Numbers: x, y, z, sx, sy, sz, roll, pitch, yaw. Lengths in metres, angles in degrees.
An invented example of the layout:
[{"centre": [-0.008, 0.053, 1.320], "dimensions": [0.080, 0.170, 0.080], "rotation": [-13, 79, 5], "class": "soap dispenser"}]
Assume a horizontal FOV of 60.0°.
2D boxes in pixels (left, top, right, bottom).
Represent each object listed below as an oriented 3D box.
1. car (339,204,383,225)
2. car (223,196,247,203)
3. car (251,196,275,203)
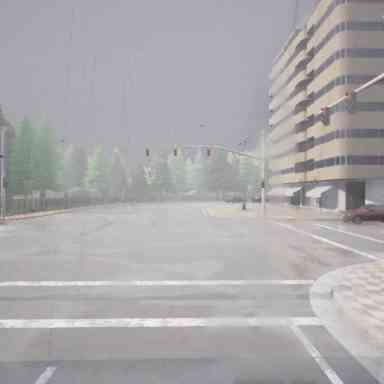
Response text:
[{"centre": [13.155, 1.581, 24.207], "dimensions": [4.674, 1.442, 1.812], "rotation": [0, 0, -1], "class": "car"}, {"centre": [8.858, 1.547, 68.251], "dimensions": [5.357, 1.411, 2.033], "rotation": [0, 0, -38], "class": "car"}, {"centre": [14.171, 1.526, 67.955], "dimensions": [4.674, 1.442, 1.812], "rotation": [0, 0, -34], "class": "car"}]
